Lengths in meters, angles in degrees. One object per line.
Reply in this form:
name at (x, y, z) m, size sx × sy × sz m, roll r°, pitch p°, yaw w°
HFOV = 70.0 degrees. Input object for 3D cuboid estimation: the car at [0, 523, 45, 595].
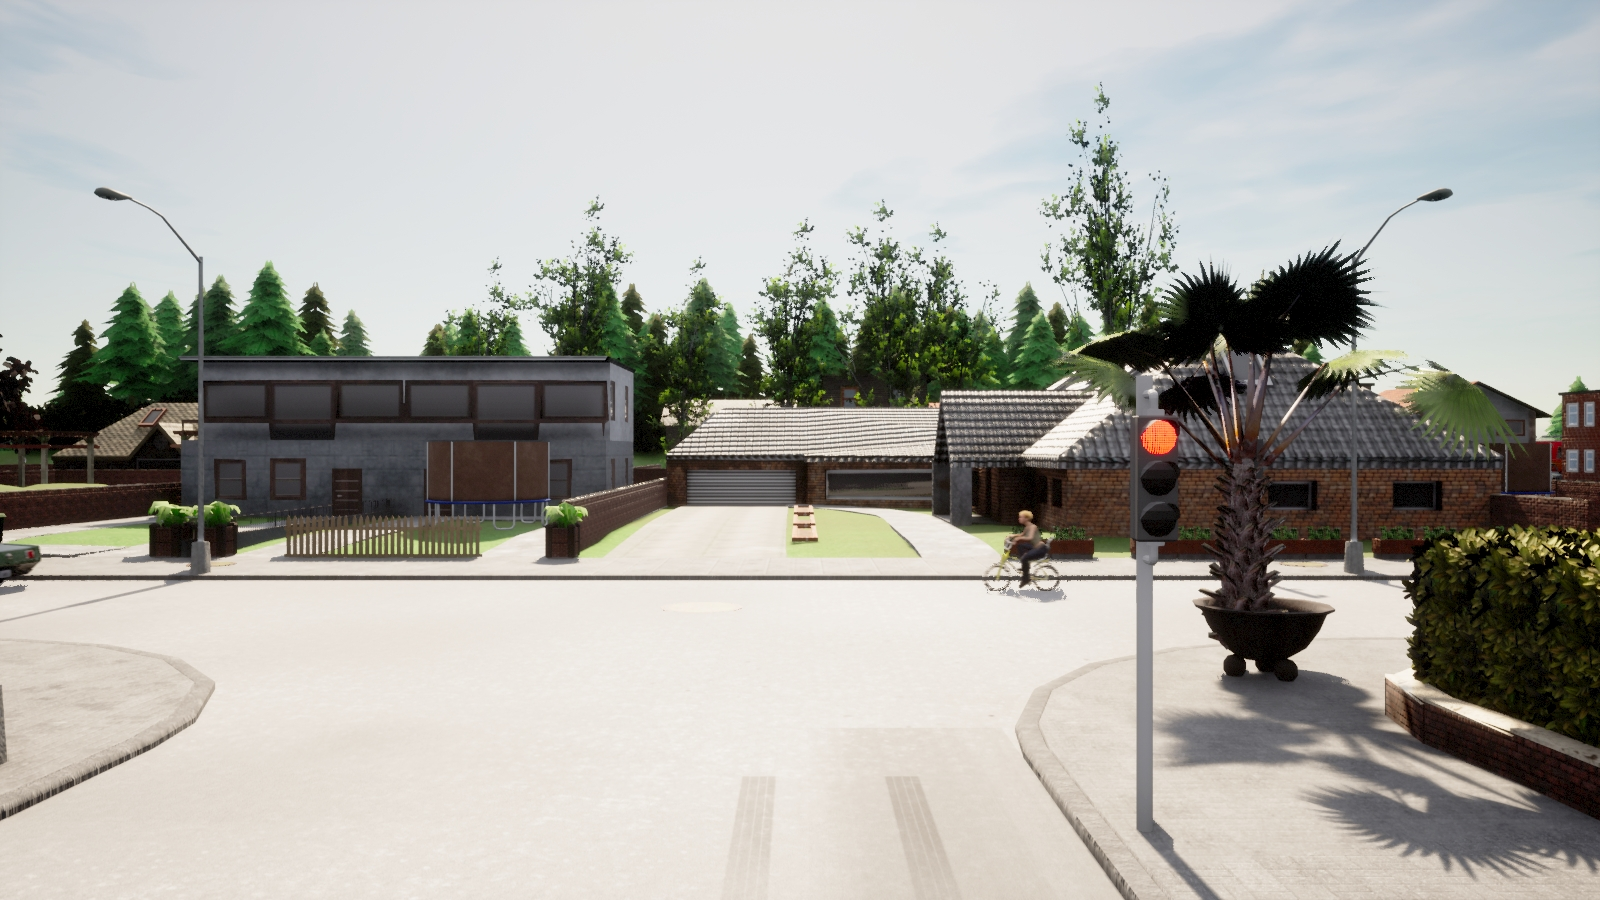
car at (-17.812, 2.146, 22.441) m, size 4.718 × 1.301 × 1.895 m, roll 0°, pitch 0°, yaw 0°

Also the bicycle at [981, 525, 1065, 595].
bicycle at (4.360, 2.149, 22.444) m, size 1.487 × 1.276 × 0.859 m, roll 0°, pitch 0°, yaw 0°
